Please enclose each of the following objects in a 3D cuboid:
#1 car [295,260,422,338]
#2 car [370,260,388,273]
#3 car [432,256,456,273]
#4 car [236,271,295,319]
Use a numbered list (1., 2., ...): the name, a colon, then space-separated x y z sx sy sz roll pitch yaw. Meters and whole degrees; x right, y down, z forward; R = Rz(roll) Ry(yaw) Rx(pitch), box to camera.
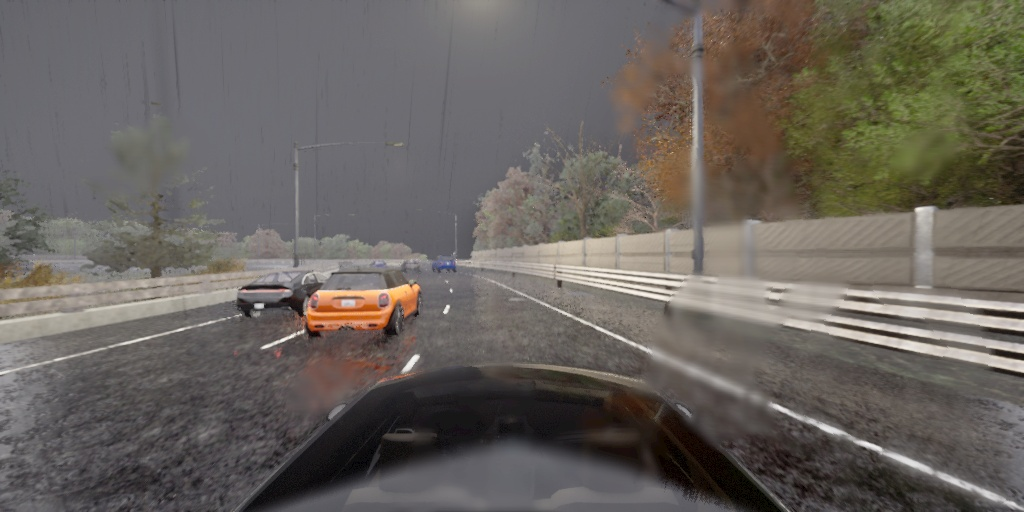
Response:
1. car: -3.984 1.115 10.458 2.097 1.767 4.553 0 0 -5
2. car: -17.198 1.330 46.358 1.812 1.442 4.674 0 0 -25
3. car: -8.287 0.988 43.464 2.150 2.045 5.566 0 0 -22
4. car: -7.728 1.270 13.057 2.128 1.511 4.902 0 0 -6
